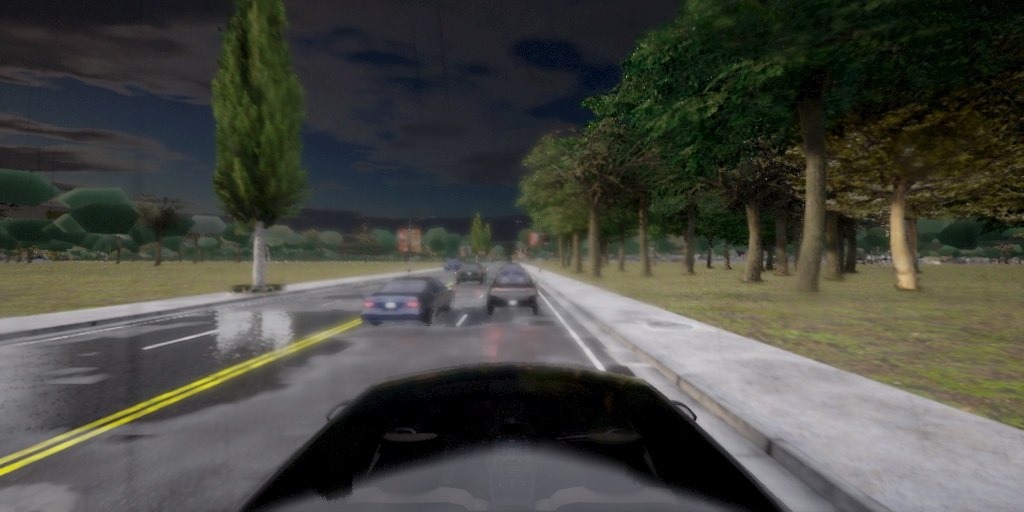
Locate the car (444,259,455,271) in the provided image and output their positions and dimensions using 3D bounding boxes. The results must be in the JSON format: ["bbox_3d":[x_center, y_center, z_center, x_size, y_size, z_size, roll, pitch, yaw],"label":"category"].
[{"bbox_3d":[-9.807,1.525,59.390,2.150,2.045,5.566,0,-1,1],"label":"car"}]

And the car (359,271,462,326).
[{"bbox_3d":[-3.224,1.387,12.092,2.033,1.411,5.357,0,0,1],"label":"car"}]

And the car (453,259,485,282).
[{"bbox_3d":[-3.208,1.348,29.199,2.097,1.767,4.553,0,-1,0],"label":"car"}]

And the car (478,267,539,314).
[{"bbox_3d":[0.045,1.350,14.245,2.128,1.511,4.902,0,0,0],"label":"car"}]

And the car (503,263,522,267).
[{"bbox_3d":[0.043,1.348,29.194,2.097,1.767,4.553,0,-1,0],"label":"car"}]
